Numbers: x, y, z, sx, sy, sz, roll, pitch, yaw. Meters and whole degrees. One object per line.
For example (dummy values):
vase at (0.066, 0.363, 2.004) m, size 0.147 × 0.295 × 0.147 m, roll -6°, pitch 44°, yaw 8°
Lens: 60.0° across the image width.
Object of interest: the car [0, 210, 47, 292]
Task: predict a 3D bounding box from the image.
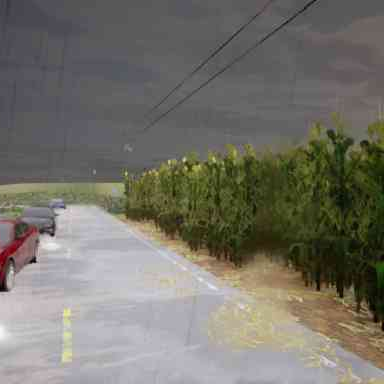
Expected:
car at (-5.420, 1.478, 8.889) m, size 1.882 × 1.535 × 5.008 m, roll 0°, pitch 0°, yaw -14°

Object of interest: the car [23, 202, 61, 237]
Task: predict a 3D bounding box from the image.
car at (-8.201, 1.505, 17.712) m, size 1.837 × 1.490 × 4.892 m, roll 0°, pitch 0°, yaw -20°

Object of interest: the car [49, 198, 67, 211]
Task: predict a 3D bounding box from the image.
car at (-16.529, 1.525, 40.965) m, size 1.812 × 1.442 × 4.674 m, roll 0°, pitch 0°, yaw -20°
